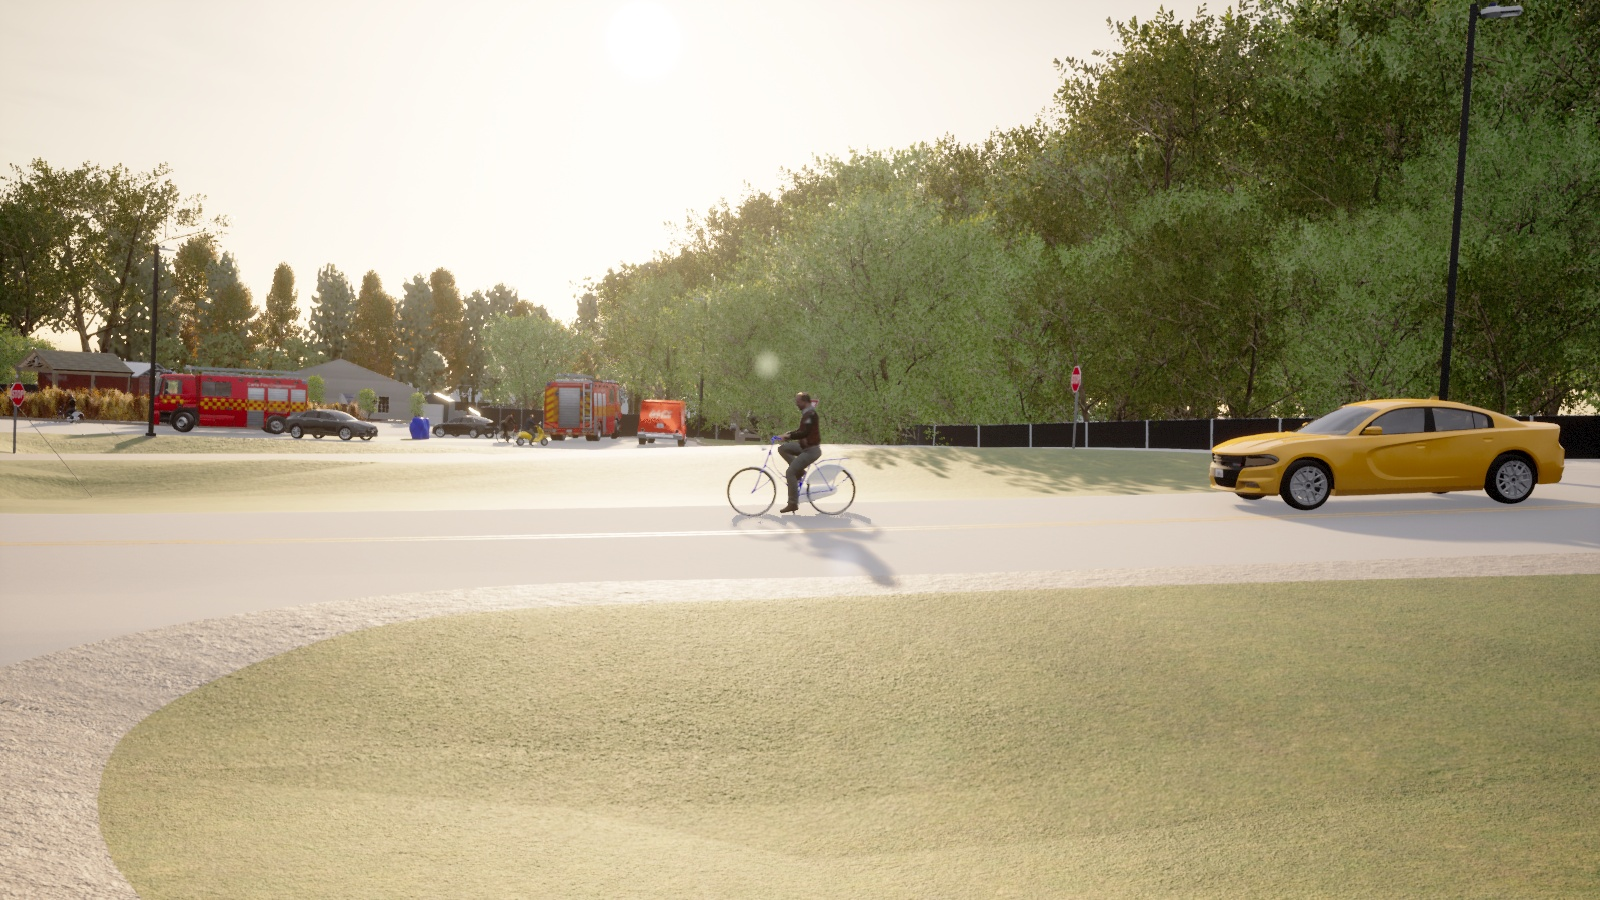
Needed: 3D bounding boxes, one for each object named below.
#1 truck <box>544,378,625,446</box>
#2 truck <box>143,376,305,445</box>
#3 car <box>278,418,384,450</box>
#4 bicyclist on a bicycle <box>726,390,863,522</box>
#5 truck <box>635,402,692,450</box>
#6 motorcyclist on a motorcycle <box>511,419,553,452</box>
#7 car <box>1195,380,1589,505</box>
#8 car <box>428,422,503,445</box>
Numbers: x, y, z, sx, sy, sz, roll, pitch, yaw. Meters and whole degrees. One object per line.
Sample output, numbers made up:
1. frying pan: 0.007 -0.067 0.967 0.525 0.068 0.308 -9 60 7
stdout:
1. truck: -12.631 -2.291 74.399 2.891 3.827 8.468 0 2 3
2. truck: -34.209 -2.319 74.738 8.468 3.827 2.891 0 2 -31
3. car: -23.636 -0.826 63.330 4.892 1.490 1.837 1 1 17
4. bicyclist on a bicycle: -0.084 0.072 17.741 1.843 1.776 0.659 -2 3 -5
5. truck: -7.485 -1.375 69.399 2.627 2.467 5.204 2 3 -1
6. motorcyclist on a motorcycle: -13.425 -0.745 62.894 1.817 1.590 0.866 -1 4 -38
7. car: 8.655 -0.162 18.576 5.008 1.535 1.882 -3 3 -6
8. car: -22.787 -1.153 85.540 4.892 1.490 1.837 1 2 24
